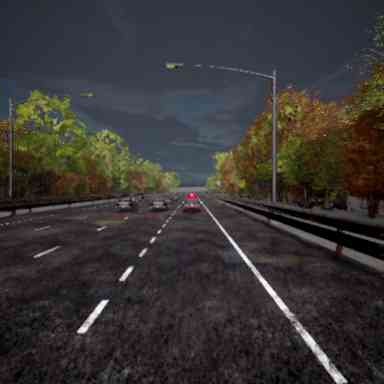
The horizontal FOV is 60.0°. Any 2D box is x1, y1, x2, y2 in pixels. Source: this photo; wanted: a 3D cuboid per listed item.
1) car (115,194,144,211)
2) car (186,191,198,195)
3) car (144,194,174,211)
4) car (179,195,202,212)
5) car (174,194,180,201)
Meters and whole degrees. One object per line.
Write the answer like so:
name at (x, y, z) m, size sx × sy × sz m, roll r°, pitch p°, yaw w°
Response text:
car at (-6.980, 1.267, 36.111) m, size 2.128 × 1.511 × 4.902 m, roll 0°, pitch 0°, yaw 0°
car at (-0.005, 0.800, 68.843) m, size 2.150 × 2.045 × 5.566 m, roll 0°, pitch -1°, yaw 0°
car at (-3.480, 1.267, 36.110) m, size 2.128 × 1.511 × 4.902 m, roll 0°, pitch 0°, yaw 0°
car at (0.006, 1.330, 34.792) m, size 2.033 × 1.411 × 5.357 m, roll 0°, pitch 0°, yaw 0°
car at (-3.504, 1.142, 68.711) m, size 1.994 × 1.385 × 4.181 m, roll 0°, pitch 0°, yaw 0°
